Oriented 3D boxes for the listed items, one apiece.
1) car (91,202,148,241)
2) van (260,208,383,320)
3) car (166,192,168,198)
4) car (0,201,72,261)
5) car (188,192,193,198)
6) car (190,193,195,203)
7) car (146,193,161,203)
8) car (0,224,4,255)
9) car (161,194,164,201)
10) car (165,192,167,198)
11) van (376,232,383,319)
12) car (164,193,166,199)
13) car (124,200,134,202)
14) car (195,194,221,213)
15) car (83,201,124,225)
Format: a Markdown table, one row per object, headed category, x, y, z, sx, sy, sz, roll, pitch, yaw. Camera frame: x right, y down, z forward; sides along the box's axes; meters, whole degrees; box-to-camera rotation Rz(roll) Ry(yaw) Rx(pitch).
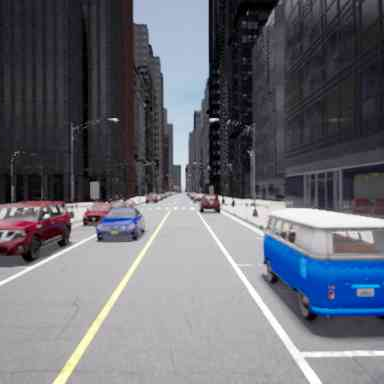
| category | x | y | z | sx | sy | sz | roll | pitch | yaw |
| --- | --- | --- | --- | --- | --- | --- | --- | --- | --- |
| car | -3.414 | 1.484 | 16.712 | 1.812 | 1.442 | 4.674 | 0 | 0 | -2 |
| van | 2.616 | 1.300 | 6.962 | 1.690 | 1.788 | 3.998 | 0 | 0 | -2 |
| car | -8.177 | 1.278 | 89.638 | 1.752 | 1.417 | 4.829 | 0 | 0 | -2 |
| car | -6.059 | 1.303 | 12.327 | 2.192 | 1.841 | 5.009 | 0 | 0 | -2 |
| car | 0.648 | 1.278 | 78.791 | 1.887 | 1.381 | 4.507 | 0 | 0 | -2 |
| car | 1.112 | 1.331 | 61.890 | 2.008 | 1.369 | 4.403 | 0 | 0 | -2 |
| car | -7.411 | 1.144 | 61.636 | 2.192 | 1.841 | 5.009 | 0 | 0 | -2 |
| car | -5.903 | 1.590 | 6.712 | 1.802 | 1.307 | 4.206 | 0 | 0 | -2 |
| car | -7.714 | 1.323 | 72.735 | 1.752 | 1.417 | 4.829 | 0 | 0 | -2 |
| car | -8.027 | 1.333 | 84.174 | 1.947 | 1.339 | 4.313 | 0 | 0 | -2 |
| van | 2.770 | 1.320 | 1.346 | 1.690 | 1.788 | 3.998 | 0 | 0 | -2 |
| car | -7.873 | 1.327 | 78.540 | 1.887 | 1.381 | 4.507 | 0 | 0 | -2 |
| car | -6.519 | 1.513 | 29.177 | 1.802 | 1.307 | 4.206 | 0 | 0 | -2 |
| car | 1.846 | 1.178 | 35.045 | 2.192 | 1.841 | 5.009 | 0 | 0 | -2 |
| car | -6.366 | 1.494 | 23.560 | 1.887 | 1.381 | 4.507 | 0 | 0 | -2 |
